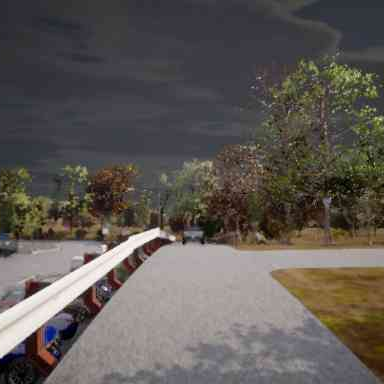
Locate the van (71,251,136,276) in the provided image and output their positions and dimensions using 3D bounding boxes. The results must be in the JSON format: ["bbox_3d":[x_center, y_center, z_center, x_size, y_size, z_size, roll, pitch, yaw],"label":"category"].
[{"bbox_3d":[-6.839,5.789,25.041,4.442,1.987,1.878,2,-5,-20],"label":"van"}]

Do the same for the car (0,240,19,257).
[{"bbox_3d":[-23.980,6.837,40.034,5.566,2.045,2.435,1,-4,-20],"label":"car"}]

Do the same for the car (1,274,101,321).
[{"bbox_3d":[-6.942,5.234,15.940,4.553,1.767,2.185,2,-5,-20],"label":"car"}]

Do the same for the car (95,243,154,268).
[{"bbox_3d":[-6.962,6.409,34.061,5.566,2.045,2.435,2,-5,-20],"label":"car"}]

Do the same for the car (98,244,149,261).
[{"bbox_3d":[-6.991,6.190,31.008,5.566,2.045,2.435,2,-4,-20],"label":"car"}]

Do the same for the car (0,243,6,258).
[{"bbox_3d":[-23.927,6.908,37.104,4.792,1.488,2.163,1,-5,-20],"label":"car"}]

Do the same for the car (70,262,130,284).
[{"bbox_3d":[-6.931,5.794,21.965,4.892,1.521,2.231,2,-4,-20],"label":"car"}]

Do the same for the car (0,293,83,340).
[{"bbox_3d":[-6.933,5.172,12.912,4.792,1.488,2.163,2,-4,-20],"label":"car"}]

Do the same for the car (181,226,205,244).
[{"bbox_3d":[0.100,3.802,29.304,2.128,1.511,4.902,0,-9,0],"label":"car"}]

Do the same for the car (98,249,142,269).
[{"bbox_3d":[-6.927,6.102,28.009,4.553,1.767,2.185,2,-4,-20],"label":"car"}]

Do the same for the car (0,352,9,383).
[{"bbox_3d":[-7.052,4.699,6.828,5.366,1.575,1.946,2,-4,-20],"label":"car"}]

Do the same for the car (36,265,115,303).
[{"bbox_3d":[-6.962,5.451,18.961,4.553,1.767,2.185,2,-5,-20],"label":"car"}]

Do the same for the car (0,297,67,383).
[{"bbox_3d":[-6.860,4.677,9.939,5.566,2.045,2.435,2,-5,-20],"label":"car"}]
